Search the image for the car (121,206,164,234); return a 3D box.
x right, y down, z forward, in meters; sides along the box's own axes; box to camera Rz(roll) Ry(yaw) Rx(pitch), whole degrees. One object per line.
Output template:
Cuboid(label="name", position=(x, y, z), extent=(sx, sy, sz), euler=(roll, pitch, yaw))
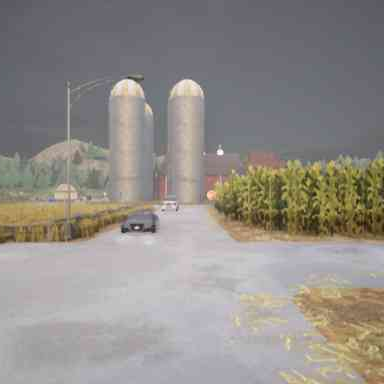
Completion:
Cuboid(label="car", position=(-3.063, 1.801, 20.485), extent=(1.994, 1.385, 4.181), euler=(0, 0, 0))

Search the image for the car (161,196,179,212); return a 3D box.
Cuboid(label="car", position=(-3.016, 1.559, 46.033), extent=(2.150, 2.045, 5.566), euler=(0, 1, 0))
